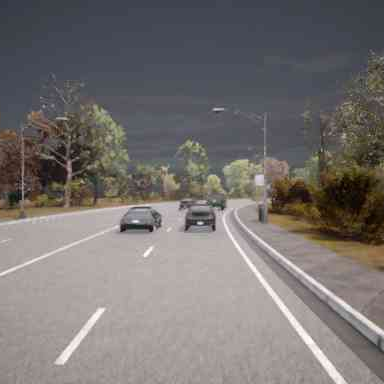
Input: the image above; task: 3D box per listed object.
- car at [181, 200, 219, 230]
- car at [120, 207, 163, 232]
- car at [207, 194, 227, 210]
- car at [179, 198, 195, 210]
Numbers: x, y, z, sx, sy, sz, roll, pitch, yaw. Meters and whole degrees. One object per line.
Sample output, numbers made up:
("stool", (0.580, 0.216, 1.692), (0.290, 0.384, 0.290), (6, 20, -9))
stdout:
("car", (0.588, 1.507, 21.150), (1.837, 1.490, 4.892), (0, 0, 3))
("car", (-2.967, 1.564, 20.114), (1.994, 1.385, 4.181), (0, 0, 3))
("car", (3.245, 1.231, 42.698), (2.150, 2.045, 5.566), (0, 0, 12))
("car", (-0.326, 1.509, 42.542), (1.837, 1.490, 4.892), (0, 0, 11))
